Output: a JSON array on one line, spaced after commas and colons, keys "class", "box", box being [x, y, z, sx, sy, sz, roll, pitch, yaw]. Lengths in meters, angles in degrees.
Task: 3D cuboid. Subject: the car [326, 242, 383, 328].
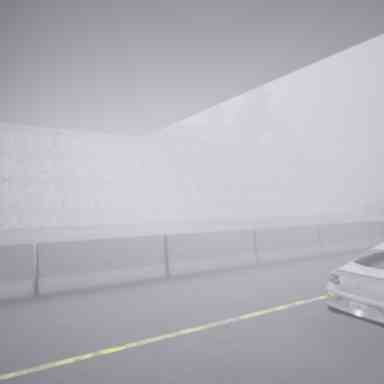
[{"class": "car", "box": [4.516, 1.636, 6.324, 4.674, 1.442, 1.812, 1, -1, -32]}]

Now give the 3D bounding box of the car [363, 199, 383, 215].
[{"class": "car", "box": [25.192, 1.973, 44.210, 5.566, 2.045, 2.150, 1, -1, -31]}]
